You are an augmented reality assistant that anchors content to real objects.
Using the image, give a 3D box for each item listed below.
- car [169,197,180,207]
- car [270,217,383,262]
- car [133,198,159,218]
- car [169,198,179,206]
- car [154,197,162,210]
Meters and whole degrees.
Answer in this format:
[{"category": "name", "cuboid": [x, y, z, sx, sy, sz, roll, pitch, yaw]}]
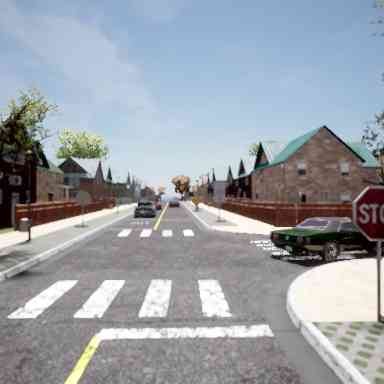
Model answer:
[{"category": "car", "cuboid": [-2.977, 1.838, 56.377, 2.033, 1.411, 5.357, 0, 0, -3]}, {"category": "car", "cuboid": [5.232, 1.544, 11.681, 4.718, 1.301, 1.895, 0, -1, -22]}, {"category": "car", "cuboid": [-4.413, 1.606, 31.575, 1.837, 1.490, 4.892, 0, 0, -3]}, {"category": "car", "cuboid": [-3.588, 1.945, 65.765, 1.994, 1.385, 4.181, 0, -1, -3]}, {"category": "car", "cuboid": [-5.272, 1.559, 46.263, 2.097, 1.767, 4.553, 0, -1, -3]}]
